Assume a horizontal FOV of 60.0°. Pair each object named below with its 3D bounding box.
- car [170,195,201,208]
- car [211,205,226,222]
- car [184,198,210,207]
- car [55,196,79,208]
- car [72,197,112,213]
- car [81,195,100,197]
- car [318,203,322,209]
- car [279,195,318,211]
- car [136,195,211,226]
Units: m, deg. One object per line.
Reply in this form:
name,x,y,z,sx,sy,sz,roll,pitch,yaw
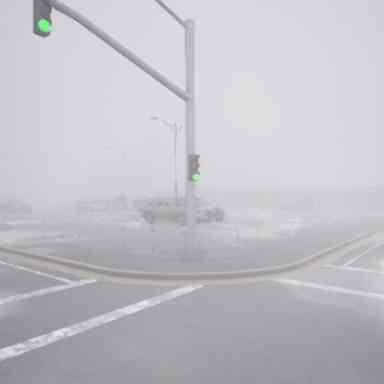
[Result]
car,-1.019,1.442,51.304,4.605,1.855,1.932,-1,0,38
car,0.509,1.293,25.033,3.866,1.878,1.905,-1,0,38
car,0.836,1.657,53.530,3.905,1.438,1.784,-1,0,38
car,-19.694,1.774,51.944,3.806,1.475,1.970,-1,0,38
car,-11.471,1.659,38.027,3.806,1.475,1.970,-1,0,38
car,-16.260,1.540,56.341,4.605,1.855,1.932,-1,0,38
car,14.514,1.565,42.667,3.806,1.475,1.970,-1,0,38
car,12.701,1.322,40.410,3.866,1.878,1.905,-1,0,38
car,-1.337,1.286,22.803,4.605,1.855,1.932,-1,0,38
